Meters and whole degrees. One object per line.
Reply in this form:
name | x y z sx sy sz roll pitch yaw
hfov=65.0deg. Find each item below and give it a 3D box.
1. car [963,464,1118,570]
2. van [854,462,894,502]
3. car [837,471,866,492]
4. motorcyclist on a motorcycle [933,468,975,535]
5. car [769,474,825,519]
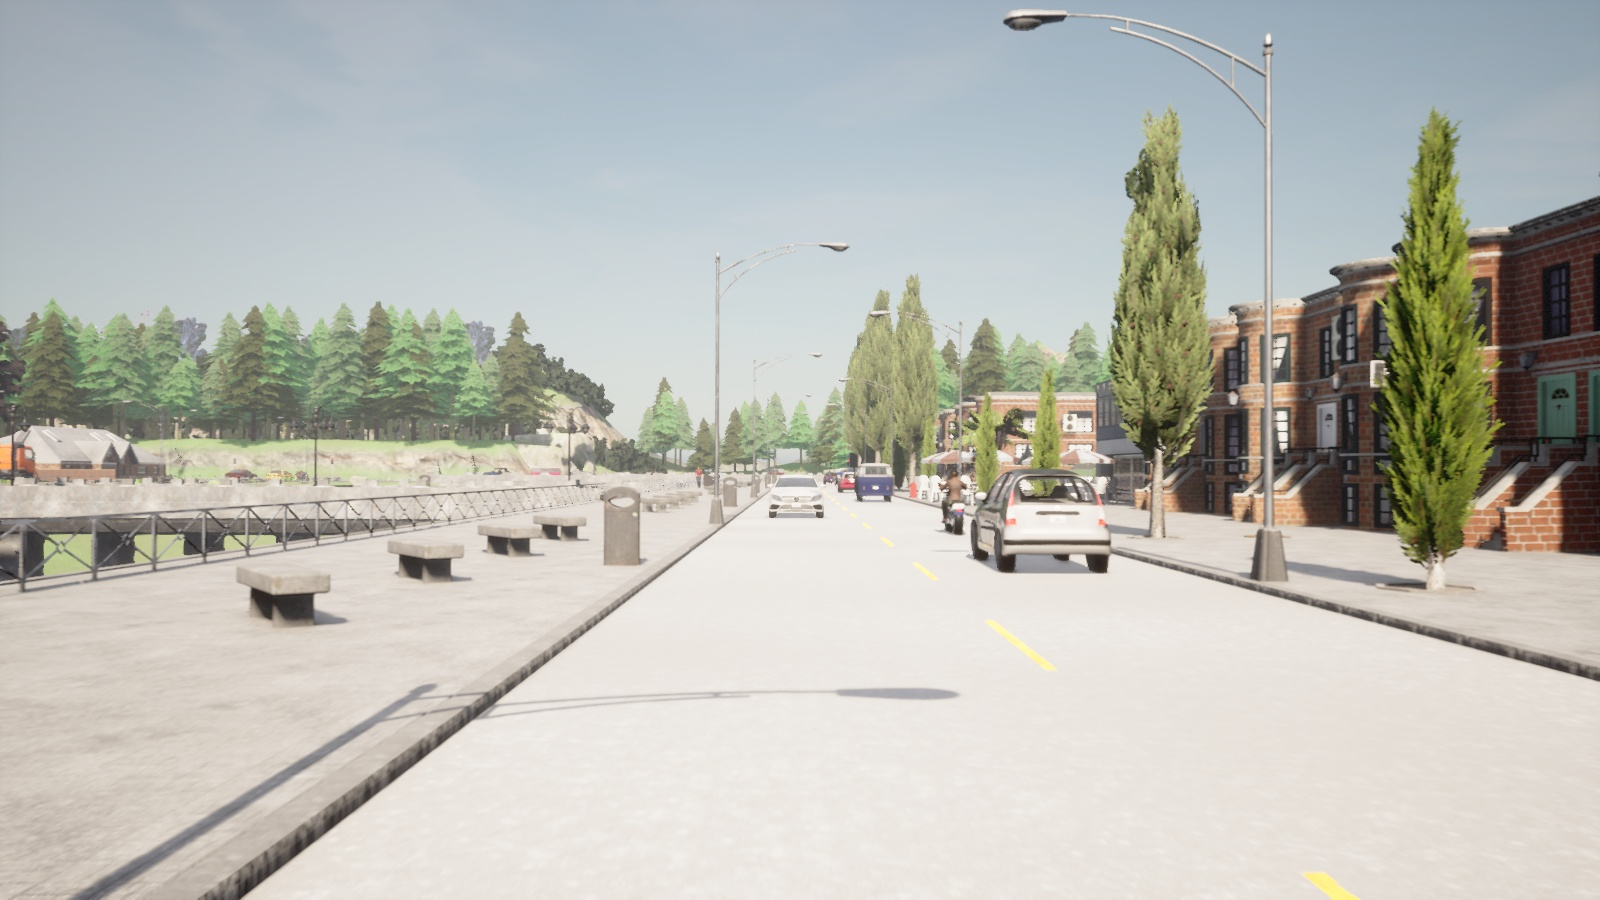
car | 3.943 1.053 21.255 1.851 1.617 3.988 0 -1 0
van | 3.829 1.651 65.641 1.775 1.987 4.442 0 -1 0
car | 3.761 2.312 92.410 1.970 1.475 3.806 0 -1 0
motorcyclist on a motorcycle | 3.916 1.287 32.134 0.766 1.649 2.350 0 -1 0
car | -0.110 1.559 42.917 1.812 1.442 4.674 0 -1 0
